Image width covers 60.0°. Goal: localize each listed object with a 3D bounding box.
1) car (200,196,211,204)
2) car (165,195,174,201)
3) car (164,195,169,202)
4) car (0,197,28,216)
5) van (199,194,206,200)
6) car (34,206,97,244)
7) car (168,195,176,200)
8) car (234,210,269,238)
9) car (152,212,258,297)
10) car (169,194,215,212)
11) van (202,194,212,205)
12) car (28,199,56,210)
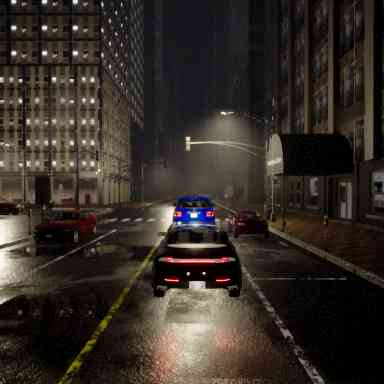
[{"bbox_3d":[2.711,1.536,66.427,2.008,1.369,4.403,0,0,0],"label":"car"},{"bbox_3d":[-5.662,1.541,83.522,1.947,1.339,4.313,0,0,0],"label":"car"},{"bbox_3d":[-5.665,1.524,77.825,1.887,1.381,4.507,0,0,0],"label":"car"},{"bbox_3d":[-18.597,1.308,31.109,5.009,1.841,2.192,0,0,1],"label":"car"},{"bbox_3d":[2.719,1.312,89.214,1.690,1.788,3.998,0,0,0],"label":"van"},{"bbox_3d":[-5.819,1.543,15.765,1.887,1.381,4.507,0,0,0],"label":"car"},{"bbox_3d":[-5.658,1.533,94.915,1.947,1.339,4.313,0,0,0],"label":"car"},{"bbox_3d":[2.821,1.580,17.138,1.802,1.307,4.206,0,0,0],"label":"car"},{"bbox_3d":[0.102,1.491,8.538,2.128,1.511,4.902,0,0,0],"label":"car"},{"bbox_3d":[0.096,1.219,18.457,2.150,2.045,5.566,0,0,0],"label":"car"},{"bbox_3d":[2.708,1.328,60.731,1.690,1.788,3.998,0,0,0],"label":"van"},{"bbox_3d":[-18.507,1.498,39.491,4.403,1.369,2.008,0,0,1],"label":"car"}]
